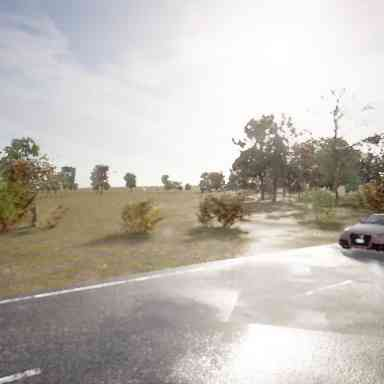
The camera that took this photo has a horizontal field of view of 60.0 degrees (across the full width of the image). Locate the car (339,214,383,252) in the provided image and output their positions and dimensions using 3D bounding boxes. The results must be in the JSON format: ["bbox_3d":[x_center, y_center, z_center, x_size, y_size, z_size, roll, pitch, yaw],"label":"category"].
[{"bbox_3d":[7.639,1.562,13.037,4.181,1.385,1.994,0,0,-35],"label":"car"}]
